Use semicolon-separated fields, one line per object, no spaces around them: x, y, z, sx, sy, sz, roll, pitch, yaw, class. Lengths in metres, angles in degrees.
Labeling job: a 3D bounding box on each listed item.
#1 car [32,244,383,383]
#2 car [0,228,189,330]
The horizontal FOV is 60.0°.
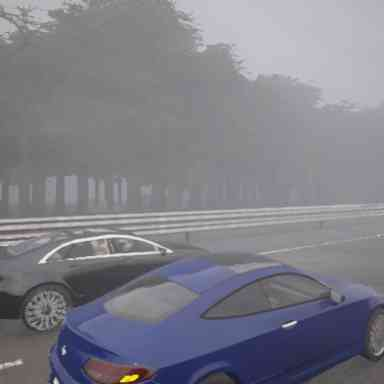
0.710;1.526;4.251;4.674;1.442;1.812;0;0;-35;car
-1.700;1.491;6.832;4.902;1.511;2.128;0;0;-35;car
